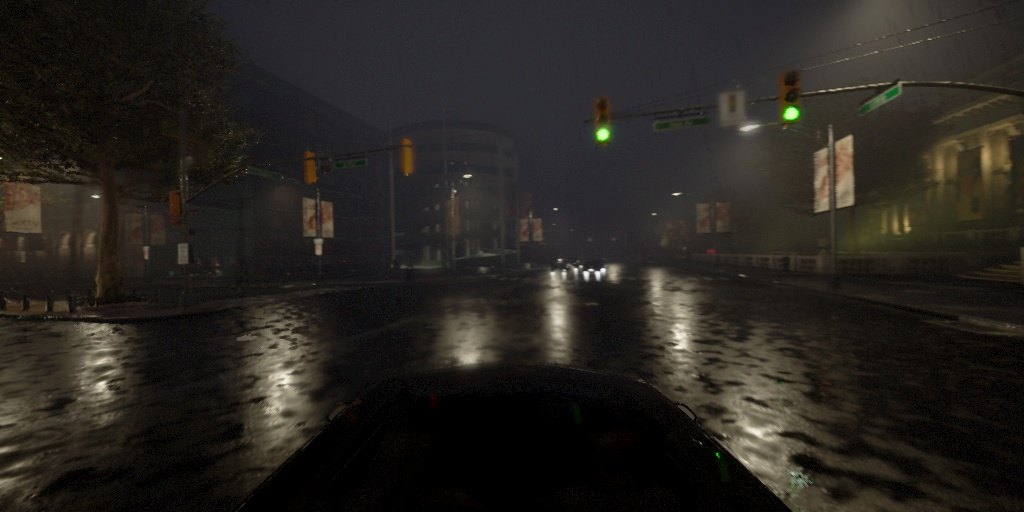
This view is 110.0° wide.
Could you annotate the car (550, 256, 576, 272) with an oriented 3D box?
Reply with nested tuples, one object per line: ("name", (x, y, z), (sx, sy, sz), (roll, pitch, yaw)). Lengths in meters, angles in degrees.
("car", (5.762, 1.011, 41.472), (2.033, 1.411, 5.357), (-1, 0, 17))

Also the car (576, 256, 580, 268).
("car", (8.480, 0.870, 50.610), (1.837, 1.490, 4.892), (-1, 0, 17))

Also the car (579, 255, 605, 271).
("car", (9.136, 0.953, 40.567), (1.994, 1.385, 4.181), (-1, 0, 17))

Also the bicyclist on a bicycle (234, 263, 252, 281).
("bicyclist on a bicycle", (-24.973, 1.506, 33.321), (0.582, 1.620, 1.656), (-1, 1, 16))
